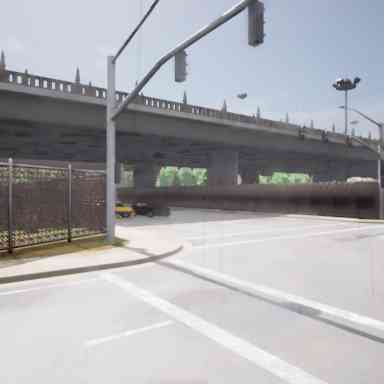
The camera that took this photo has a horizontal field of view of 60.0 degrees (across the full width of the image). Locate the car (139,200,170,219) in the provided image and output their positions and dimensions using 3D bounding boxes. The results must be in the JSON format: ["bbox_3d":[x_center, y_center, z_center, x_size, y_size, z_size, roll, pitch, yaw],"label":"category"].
[{"bbox_3d":[-3.838,1.548,30.397,1.882,1.535,5.008,0,0,-36],"label":"car"}]

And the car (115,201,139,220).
[{"bbox_3d":[-6.687,1.544,28.364,1.882,1.535,5.008,0,0,-36],"label":"car"}]
